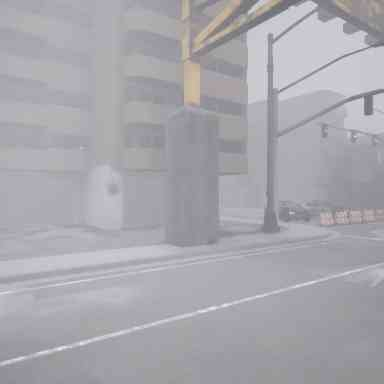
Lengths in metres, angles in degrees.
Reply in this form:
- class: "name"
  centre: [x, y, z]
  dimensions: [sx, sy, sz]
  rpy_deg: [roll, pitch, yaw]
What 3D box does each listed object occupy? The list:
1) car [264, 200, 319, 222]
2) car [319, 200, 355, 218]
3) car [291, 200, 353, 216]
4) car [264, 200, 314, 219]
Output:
- class: "car"
  centre: [7.439, 1.453, 25.969]
  dimensions: [2.038, 1.542, 4.974]
  rpy_deg: [0, 0, -11]
- class: "car"
  centre: [11.006, 1.453, 28.134]
  dimensions: [4.974, 1.542, 2.038]
  rpy_deg: [0, 0, 34]
- class: "car"
  centre: [10.962, 1.295, 28.162]
  dimensions: [4.536, 1.218, 1.853]
  rpy_deg: [0, 0, 34]
- class: "car"
  centre: [7.429, 1.295, 26.020]
  dimensions: [1.853, 1.218, 4.536]
  rpy_deg: [0, 0, -11]
